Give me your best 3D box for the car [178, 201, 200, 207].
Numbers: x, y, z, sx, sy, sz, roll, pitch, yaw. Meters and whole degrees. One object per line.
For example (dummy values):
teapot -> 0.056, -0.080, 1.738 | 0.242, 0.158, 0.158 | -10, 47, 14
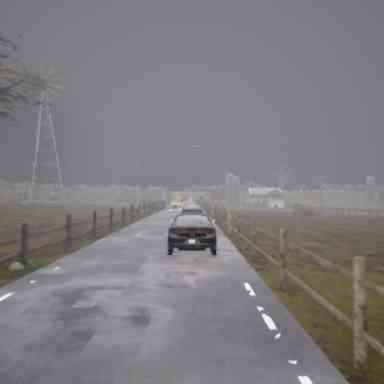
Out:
car -> 0.008, 1.768, 29.236 | 1.882, 1.535, 5.008 | 0, 0, 1

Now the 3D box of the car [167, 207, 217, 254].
car -> 0.020, 1.617, 14.245 | 1.882, 1.535, 5.008 | 0, 0, 1

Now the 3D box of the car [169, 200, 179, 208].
car -> -2.858, 2.205, 57.966 | 1.882, 1.535, 5.008 | 0, -1, 0
